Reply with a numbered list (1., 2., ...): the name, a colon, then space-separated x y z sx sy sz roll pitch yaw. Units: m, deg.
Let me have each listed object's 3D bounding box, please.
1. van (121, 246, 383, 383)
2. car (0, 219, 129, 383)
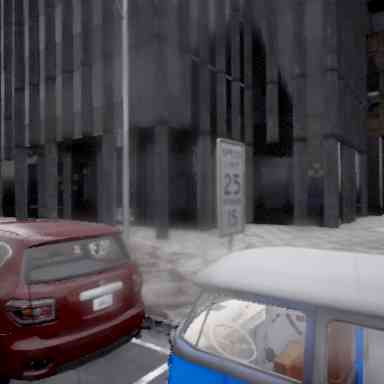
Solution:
1. van: 1.630 1.338 1.918 3.998 1.788 1.690 -1 0 36
2. car: -2.962 1.364 5.195 5.009 1.841 2.192 -1 0 36
